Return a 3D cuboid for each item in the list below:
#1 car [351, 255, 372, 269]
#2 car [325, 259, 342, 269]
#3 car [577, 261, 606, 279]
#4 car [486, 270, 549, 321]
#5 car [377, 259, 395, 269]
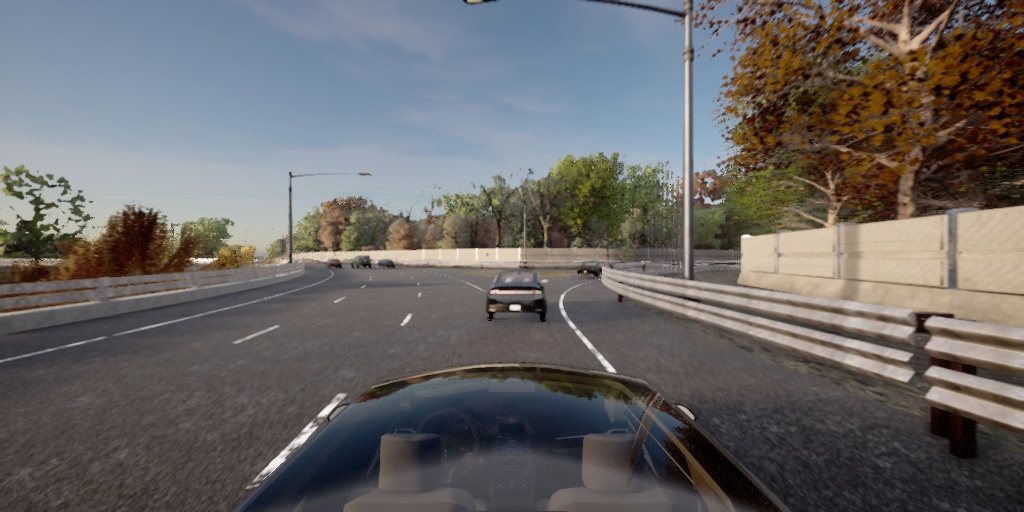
[{"bbox_3d":[-23.817,0.953,56.624,2.150,2.045,5.566,0,-1,-35],"label":"car"},{"bbox_3d":[-28.383,1.238,56.875,1.837,1.490,4.892,0,-2,-37],"label":"car"},{"bbox_3d":[7.748,1.216,33.232,1.882,1.535,5.008,0,0,34],"label":"car"},{"bbox_3d":[0.245,1.238,12.471,2.128,1.511,4.902,0,0,4],"label":"car"},{"bbox_3d":[-20.257,1.241,57.543,1.837,1.490,4.892,0,0,-34],"label":"car"}]
